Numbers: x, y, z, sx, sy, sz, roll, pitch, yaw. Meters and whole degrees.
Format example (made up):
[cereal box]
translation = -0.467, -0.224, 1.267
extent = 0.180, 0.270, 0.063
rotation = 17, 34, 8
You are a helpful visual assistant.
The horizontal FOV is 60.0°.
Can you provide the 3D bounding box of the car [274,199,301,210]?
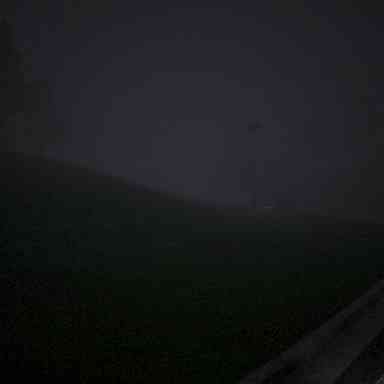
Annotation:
[car]
translation = 13.491, 1.706, 47.255
extent = 2.128, 1.511, 4.902
rotation = 0, 0, -15
